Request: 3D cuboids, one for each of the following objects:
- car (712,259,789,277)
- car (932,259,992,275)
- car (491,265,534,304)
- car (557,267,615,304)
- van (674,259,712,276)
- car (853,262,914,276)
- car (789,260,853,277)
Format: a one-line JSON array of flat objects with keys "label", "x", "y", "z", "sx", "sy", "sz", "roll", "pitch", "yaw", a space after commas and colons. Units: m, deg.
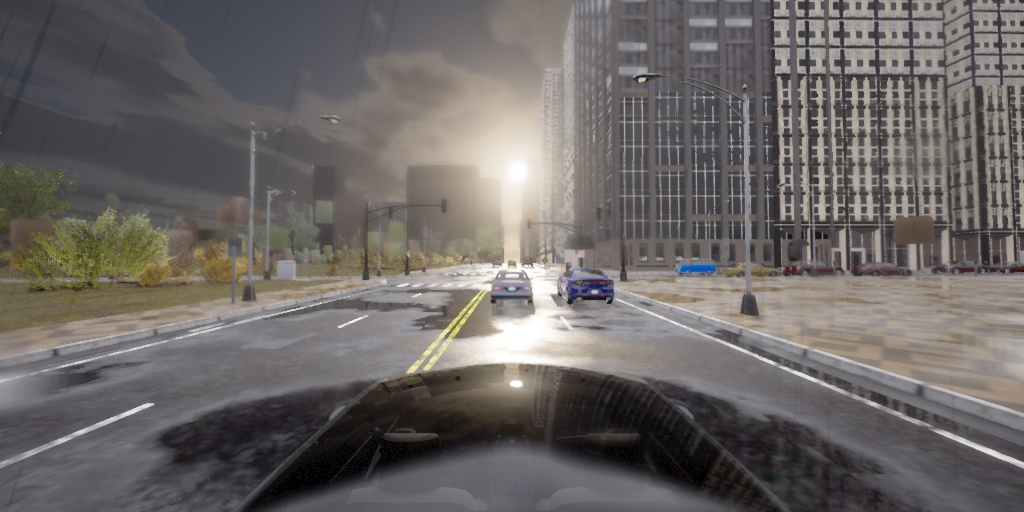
[{"label": "car", "x": 19.572, "y": 1.122, "z": 29.554, "sx": 4.829, "sy": 1.417, "sz": 1.751, "roll": 0, "pitch": 0, "yaw": -1}, {"label": "car", "x": 47.158, "y": 1.150, "z": 37.915, "sx": 4.097, "sy": 1.591, "sz": 1.967, "roll": 0, "pitch": 0, "yaw": -1}, {"label": "car", "x": 0.000, "y": 1.335, "z": 16.546, "sx": 2.033, "sy": 1.411, "sz": 5.357, "roll": 0, "pitch": 0, "yaw": 0}, {"label": "car", "x": 3.250, "y": 1.257, "z": 16.546, "sx": 1.882, "sy": 1.535, "sz": 5.008, "roll": 0, "pitch": 0, "yaw": 0}, {"label": "van", "x": 19.191, "y": 1.185, "z": 37.572, "sx": 3.998, "sy": 1.789, "sz": 1.690, "roll": 0, "pitch": 0, "yaw": -1}, {"label": "car", "x": 30.570, "y": 1.123, "z": 29.689, "sx": 4.207, "sy": 1.307, "sz": 1.802, "roll": 0, "pitch": 0, "yaw": -1}, {"label": "car", "x": 24.986, "y": 1.008, "z": 29.620, "sx": 4.097, "sy": 1.591, "sz": 1.967, "roll": 0, "pitch": 0, "yaw": -1}]
